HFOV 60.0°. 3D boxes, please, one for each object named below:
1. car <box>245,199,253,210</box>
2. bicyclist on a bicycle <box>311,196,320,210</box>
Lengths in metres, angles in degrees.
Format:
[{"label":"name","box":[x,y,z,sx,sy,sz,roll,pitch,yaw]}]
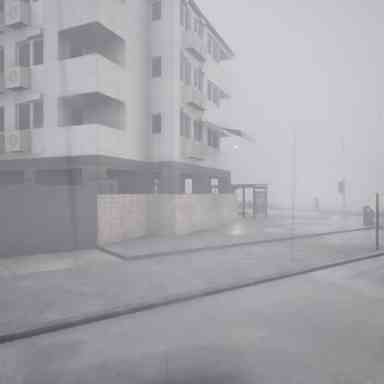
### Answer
[{"label":"car","box":[7.105,1.601,42.997,1.895,1.301,4.718,0,0,-35]},{"label":"bicyclist on a bicycle","box":[14.709,1.349,39.571,1.656,1.620,0.582,0,0,-35]}]
